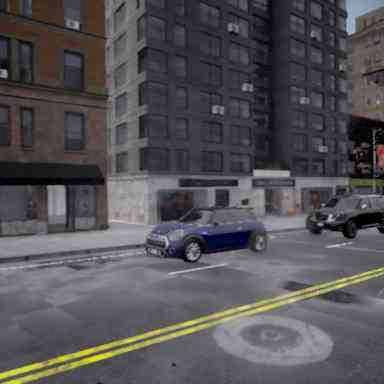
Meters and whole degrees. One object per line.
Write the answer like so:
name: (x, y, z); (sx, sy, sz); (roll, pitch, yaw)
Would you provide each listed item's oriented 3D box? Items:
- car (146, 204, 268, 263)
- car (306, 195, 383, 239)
car: (0.603, 1.338, 12.076); (4.553, 1.767, 2.097); (0, 0, -35)
car: (8.452, 1.189, 17.621); (5.566, 2.045, 2.150); (-1, 0, -35)
